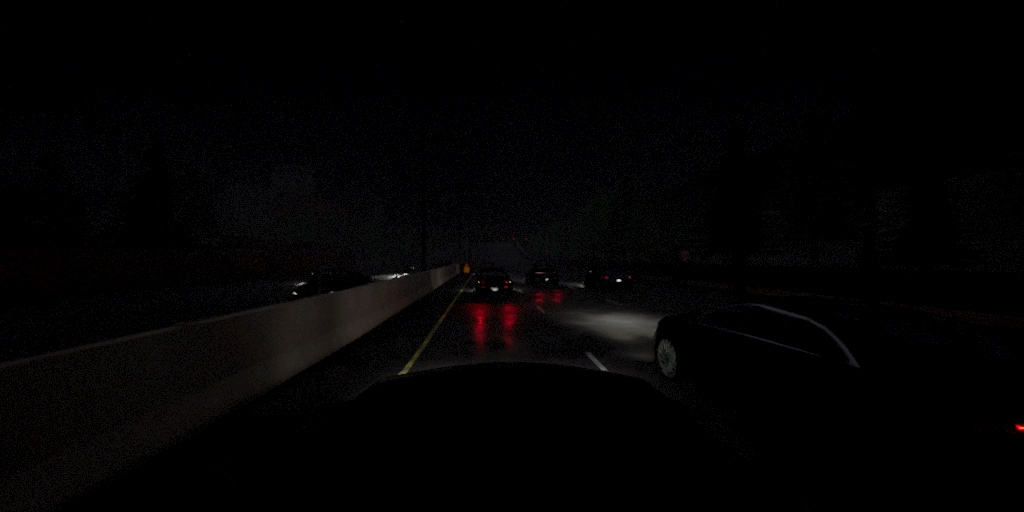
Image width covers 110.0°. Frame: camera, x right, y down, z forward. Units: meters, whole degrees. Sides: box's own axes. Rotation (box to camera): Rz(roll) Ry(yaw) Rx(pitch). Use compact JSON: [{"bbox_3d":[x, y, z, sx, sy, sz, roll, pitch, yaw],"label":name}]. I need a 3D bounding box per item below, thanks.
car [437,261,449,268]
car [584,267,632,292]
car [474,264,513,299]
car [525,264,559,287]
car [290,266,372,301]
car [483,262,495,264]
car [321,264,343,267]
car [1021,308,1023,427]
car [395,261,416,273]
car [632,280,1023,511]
[{"bbox_3d":[-11.188,1.533,59.004,1.994,1.385,4.181,0,0,-4],"label":"car"},{"bbox_3d":[5.805,1.356,22.014,1.994,1.385,4.181,0,0,-4],"label":"car"},{"bbox_3d":[-0.952,1.331,18.510,1.812,1.442,4.674,0,0,-4],"label":"car"},{"bbox_3d":[2.041,1.307,25.341,2.128,1.511,4.902,0,0,-4],"label":"car"},{"bbox_3d":[-8.022,1.373,16.663,2.033,1.411,5.357,0,0,-4],"label":"car"},{"bbox_3d":[-2.436,1.397,37.873,1.812,1.442,4.674,0,0,-4],"label":"car"},{"bbox_3d":[-16.237,1.429,32.209,1.812,1.442,4.674,0,0,-4],"label":"car"},{"bbox_3d":[6.980,1.289,2.111,1.994,1.385,4.181,0,0,-1],"label":"car"},{"bbox_3d":[-13.842,1.434,46.890,2.128,1.511,4.902,0,0,-4],"label":"car"},{"bbox_3d":[3.442,1.237,4.321,2.128,1.511,4.902,0,0,-2],"label":"car"}]
